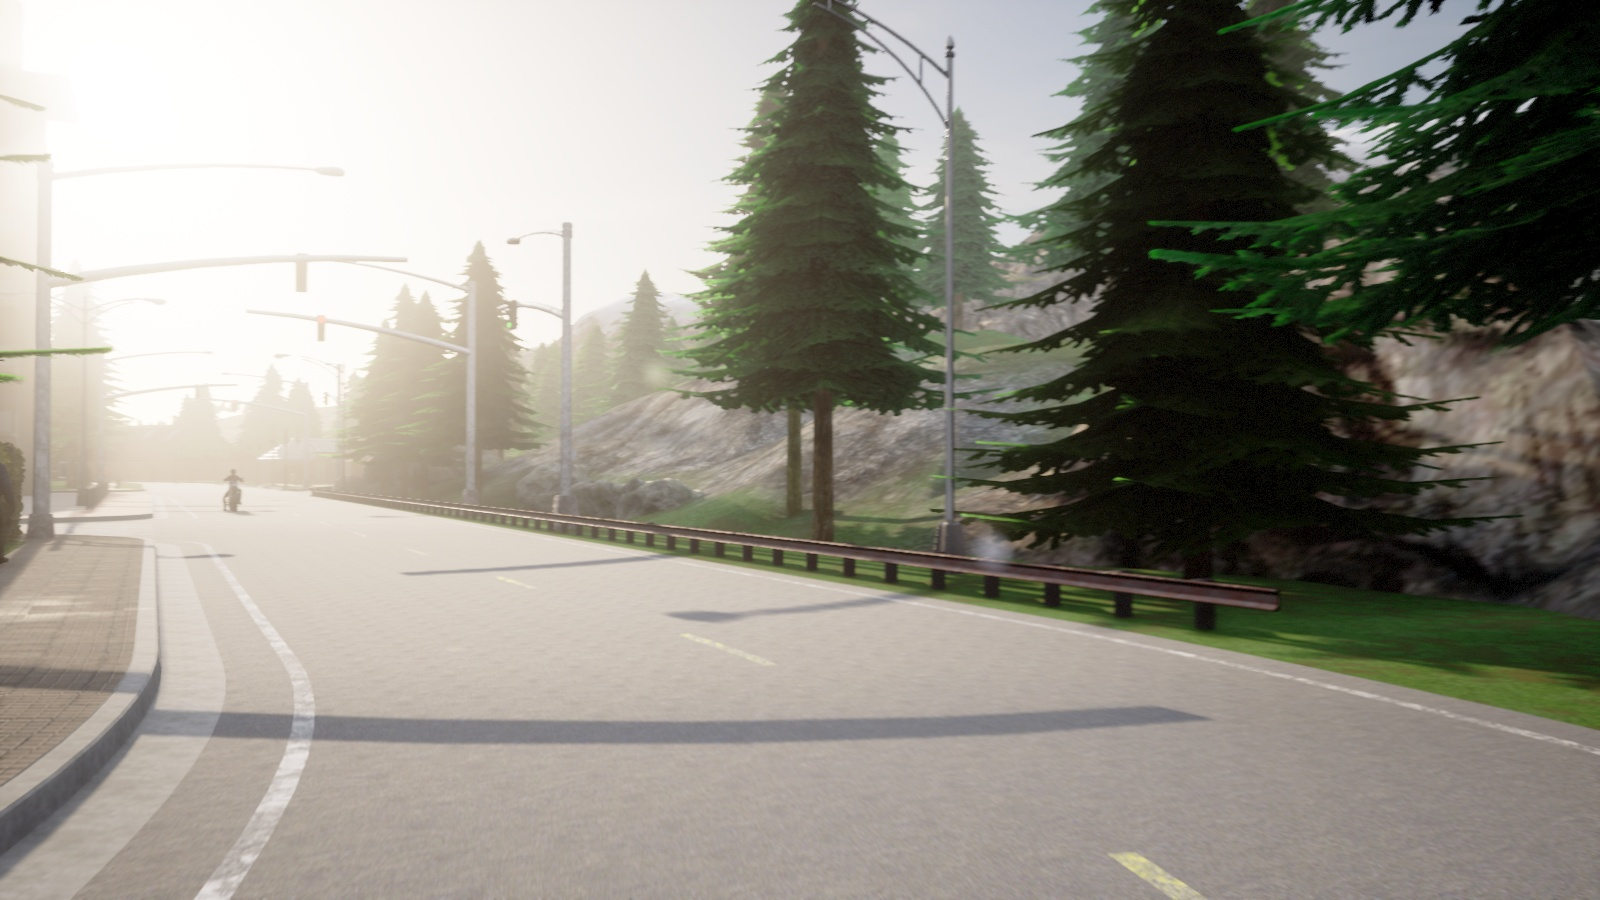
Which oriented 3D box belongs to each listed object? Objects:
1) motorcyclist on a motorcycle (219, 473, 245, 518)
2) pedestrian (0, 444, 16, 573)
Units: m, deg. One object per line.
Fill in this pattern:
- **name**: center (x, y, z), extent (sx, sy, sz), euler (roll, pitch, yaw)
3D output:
- **motorcyclist on a motorcycle**: center (-21.503, 1.686, 47.531), extent (0.766, 1.649, 2.350), euler (0, -1, -27)
- **pedestrian**: center (-11.582, 0.829, 17.962), extent (0.370, 1.835, 0.726), euler (0, -1, -10)
